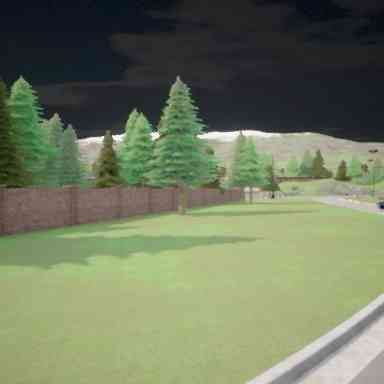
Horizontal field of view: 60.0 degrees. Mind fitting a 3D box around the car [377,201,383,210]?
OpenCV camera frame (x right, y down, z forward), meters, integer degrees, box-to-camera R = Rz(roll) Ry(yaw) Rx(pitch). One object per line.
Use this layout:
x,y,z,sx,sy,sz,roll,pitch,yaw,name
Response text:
19.539,1.240,32.121,1.895,1.301,4.718,-1,0,12,car
